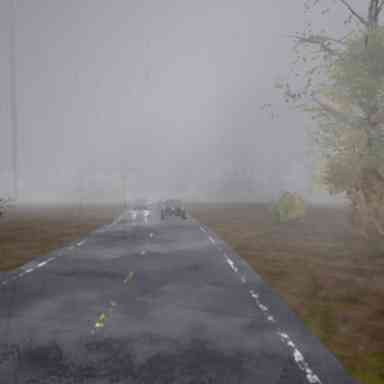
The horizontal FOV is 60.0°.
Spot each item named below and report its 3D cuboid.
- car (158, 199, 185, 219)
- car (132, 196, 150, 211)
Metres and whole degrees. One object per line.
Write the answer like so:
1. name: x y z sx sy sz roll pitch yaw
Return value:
1. car: -1.799 1.442 30.002 2.097 1.767 4.553 0 0 -6
2. car: -6.696 1.647 43.758 1.837 1.490 4.892 0 -1 -7
